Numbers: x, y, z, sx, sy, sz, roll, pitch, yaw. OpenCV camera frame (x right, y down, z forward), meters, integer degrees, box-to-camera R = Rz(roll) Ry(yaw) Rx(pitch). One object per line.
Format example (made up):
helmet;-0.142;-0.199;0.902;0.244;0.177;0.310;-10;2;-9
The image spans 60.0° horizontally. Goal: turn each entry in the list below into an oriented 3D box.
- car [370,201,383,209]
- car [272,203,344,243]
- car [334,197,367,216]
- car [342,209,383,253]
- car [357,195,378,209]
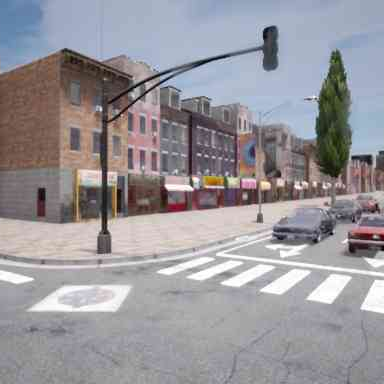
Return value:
car;12.293;1.428;20.087;1.994;1.385;4.181;0;1;34
car;5.619;1.478;16.068;2.033;1.411;5.357;0;0;34
car;11.158;1.339;24.179;1.837;1.490;4.892;0;1;34
car;7.330;1.544;12.814;1.895;1.301;4.718;0;0;34
car;16.948;1.065;32.599;2.097;1.767;4.553;0;1;35
